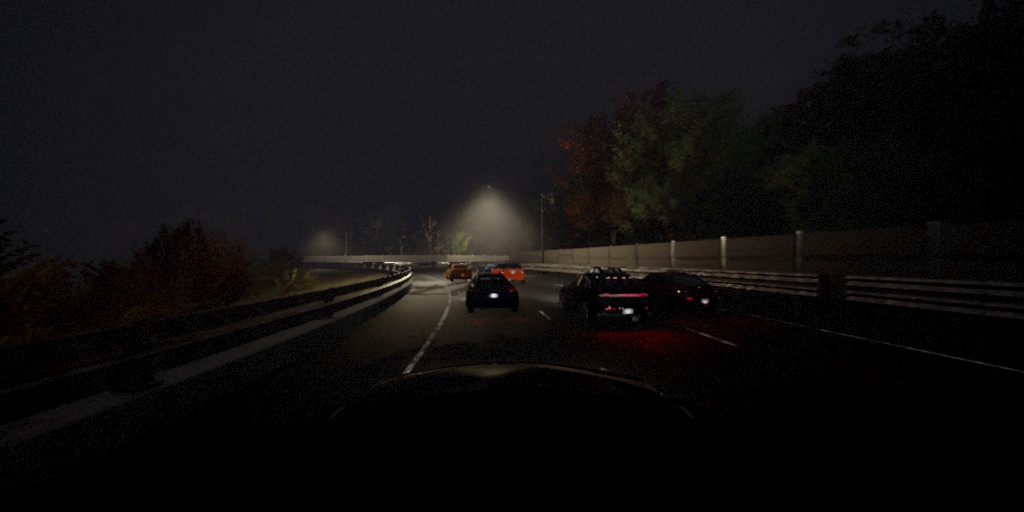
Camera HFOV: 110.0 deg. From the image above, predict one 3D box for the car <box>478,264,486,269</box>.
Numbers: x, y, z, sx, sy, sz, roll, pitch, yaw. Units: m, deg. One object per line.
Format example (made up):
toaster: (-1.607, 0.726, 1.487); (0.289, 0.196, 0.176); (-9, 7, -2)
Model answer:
car: (-3.317, 1.695, 48.639); (1.994, 1.385, 4.181); (0, -1, -22)

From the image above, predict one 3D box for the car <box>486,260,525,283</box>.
car: (-0.455, 1.324, 30.057); (2.097, 1.767, 4.553); (0, 0, -15)

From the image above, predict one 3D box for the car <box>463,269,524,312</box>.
car: (-0.920, 1.421, 14.942); (1.994, 1.385, 4.181); (0, 0, -7)

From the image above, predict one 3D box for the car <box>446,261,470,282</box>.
car: (-4.923, 1.491, 33.003); (1.882, 1.535, 5.008); (0, 0, -17)

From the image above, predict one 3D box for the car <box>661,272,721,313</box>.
car: (6.185, 1.349, 14.301); (1.812, 1.442, 4.674); (0, 0, -7)

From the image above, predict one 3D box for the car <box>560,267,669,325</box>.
car: (2.936, 1.311, 12.180); (2.128, 1.511, 4.902); (0, 0, -5)
